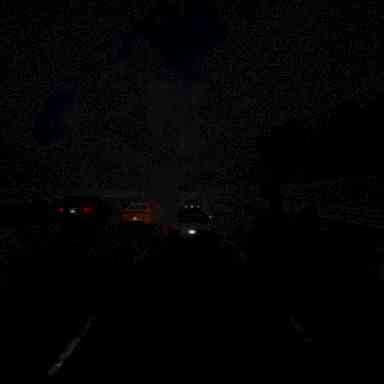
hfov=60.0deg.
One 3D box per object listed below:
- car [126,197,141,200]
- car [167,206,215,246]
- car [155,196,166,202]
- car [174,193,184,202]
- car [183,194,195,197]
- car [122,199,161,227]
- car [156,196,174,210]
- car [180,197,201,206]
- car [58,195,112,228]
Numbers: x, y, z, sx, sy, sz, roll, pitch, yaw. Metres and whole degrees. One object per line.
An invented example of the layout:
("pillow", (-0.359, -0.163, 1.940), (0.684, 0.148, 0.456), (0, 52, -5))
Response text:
("car", (-6.995, 1.345, 40.826), (2.097, 1.767, 4.553), (0, 0, 0))
("car", (0.002, 1.565, 15.388), (1.994, 1.385, 4.181), (0, 0, 0))
("car", (-6.991, 1.603, 74.624), (1.895, 1.301, 4.718), (0, 0, 0))
("car", (-3.491, 1.560, 74.589), (1.994, 1.385, 4.181), (0, 0, 0))
("car", (0.007, 1.473, 52.894), (1.882, 1.535, 5.008), (0, 0, 0))
("car", (-3.497, 1.475, 22.910), (1.882, 1.535, 5.008), (0, 0, 0))
("car", (-3.496, 1.499, 39.386), (1.837, 1.490, 4.892), (0, 0, 0))
("car", (0.006, 1.541, 36.379), (2.033, 1.411, 5.357), (0, 0, 0))
("car", (-6.998, 1.220, 22.199), (2.150, 2.045, 5.566), (0, 0, 0))
